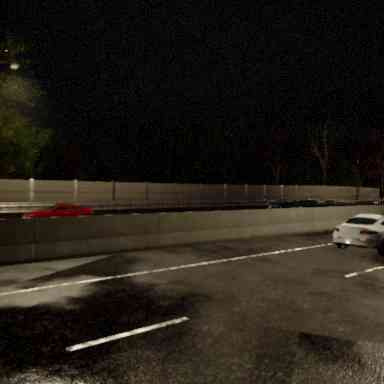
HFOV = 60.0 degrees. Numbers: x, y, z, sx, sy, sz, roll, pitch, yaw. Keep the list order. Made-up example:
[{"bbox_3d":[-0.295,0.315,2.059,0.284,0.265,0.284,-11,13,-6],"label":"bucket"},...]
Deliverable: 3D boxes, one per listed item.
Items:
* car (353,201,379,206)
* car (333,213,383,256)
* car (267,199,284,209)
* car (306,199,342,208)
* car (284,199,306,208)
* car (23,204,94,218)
[{"bbox_3d":[17.608,1.686,33.741,4.674,1.442,1.812,0,0,-35],"label":"car"},{"bbox_3d":[7.547,1.586,13.429,4.674,1.442,1.812,0,0,-35],"label":"car"},{"bbox_3d":[11.671,1.653,42.398,4.902,1.511,2.128,0,0,-35],"label":"car"},{"bbox_3d":[14.700,1.719,35.966,4.181,1.385,1.994,0,0,-35],"label":"car"},{"bbox_3d":[13.474,1.665,39.387,4.892,1.490,1.837,0,0,-35],"label":"car"},{"bbox_3d":[-9.211,1.552,23.217,4.674,1.442,1.812,0,0,-35],"label":"car"}]
